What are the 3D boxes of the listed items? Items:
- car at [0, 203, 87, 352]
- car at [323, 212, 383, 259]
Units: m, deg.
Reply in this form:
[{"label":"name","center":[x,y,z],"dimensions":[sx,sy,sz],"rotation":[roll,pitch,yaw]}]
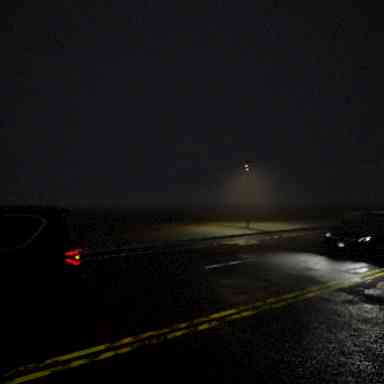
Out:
[{"label":"car","center":[-4.349,1.210,4.615],"dimensions":[5.566,2.045,2.150],"rotation":[0,0,-35]},{"label":"car","center":[6.952,1.511,12.632],"dimensions":[4.674,1.442,1.812],"rotation":[0,0,-36]}]
